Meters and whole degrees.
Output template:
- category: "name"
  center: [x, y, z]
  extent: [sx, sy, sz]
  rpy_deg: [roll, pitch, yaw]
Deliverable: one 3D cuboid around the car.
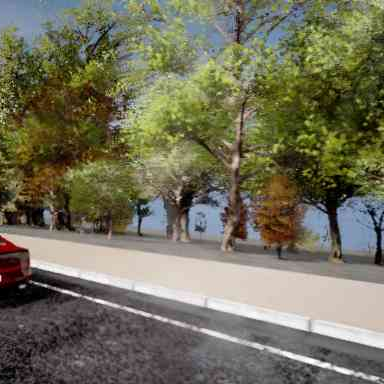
- category: "car"
  center: [-5.785, 1.531, 7.799]
  extent: [5.008, 1.535, 1.882]
  rpy_deg: [0, 0, 35]
